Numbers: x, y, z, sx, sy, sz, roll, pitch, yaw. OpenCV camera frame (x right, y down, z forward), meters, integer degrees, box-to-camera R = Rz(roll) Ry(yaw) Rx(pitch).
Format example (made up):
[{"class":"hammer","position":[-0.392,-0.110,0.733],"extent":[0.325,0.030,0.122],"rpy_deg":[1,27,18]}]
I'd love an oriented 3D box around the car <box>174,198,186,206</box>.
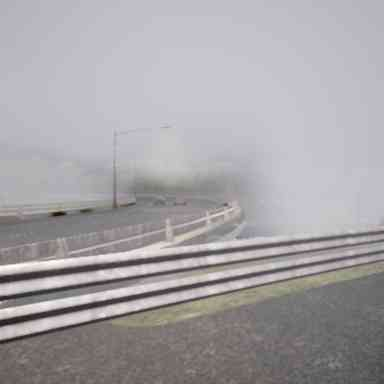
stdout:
[{"class":"car","position":[-1.984,1.628,55.272],"extent":[1.994,1.385,4.181],"rpy_deg":[0,0,-2]}]

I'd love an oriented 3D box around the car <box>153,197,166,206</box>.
[{"class":"car","position":[-5.528,1.563,56.787],"extent":[1.837,1.490,4.892],"rpy_deg":[0,0,-5]}]
